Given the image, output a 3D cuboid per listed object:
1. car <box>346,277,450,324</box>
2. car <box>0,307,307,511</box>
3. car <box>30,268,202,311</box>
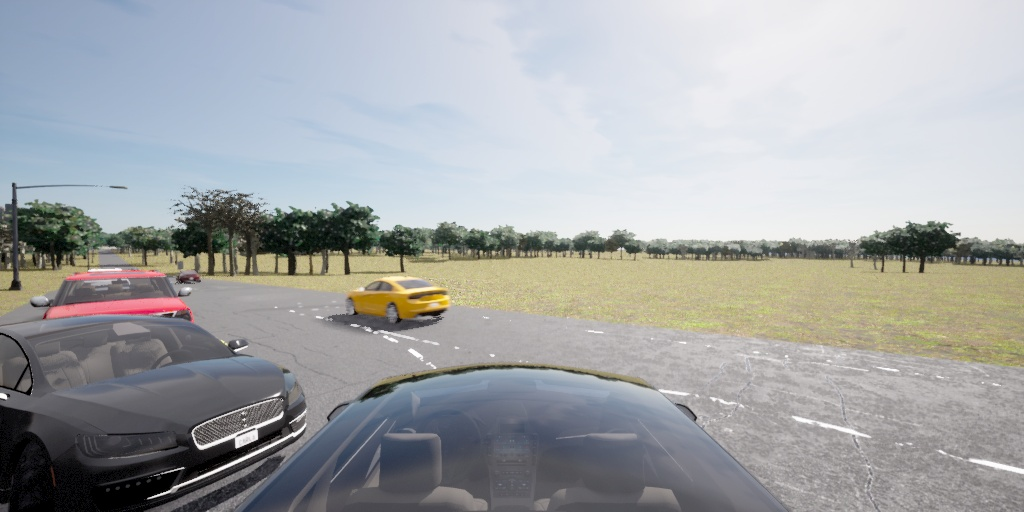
[{"bbox_3d":[-4.456,1.536,13.570,5.008,1.535,1.882,-2,0,41],"label":"car"},{"bbox_3d":[-4.557,1.445,3.985,4.892,1.490,1.837,-3,-3,21],"label":"car"},{"bbox_3d":[-9.463,1.384,8.636,5.566,2.045,2.150,-2,0,41],"label":"car"}]
